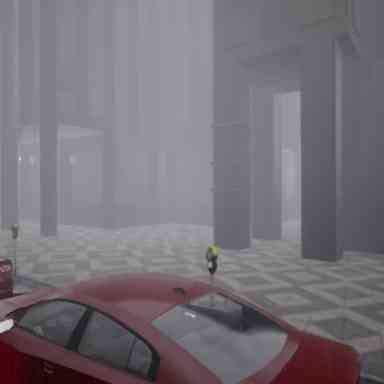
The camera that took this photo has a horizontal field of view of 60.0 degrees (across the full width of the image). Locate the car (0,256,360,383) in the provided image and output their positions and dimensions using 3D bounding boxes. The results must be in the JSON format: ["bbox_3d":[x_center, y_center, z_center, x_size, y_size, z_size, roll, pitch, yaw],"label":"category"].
[{"bbox_3d":[-0.737,1.522,3.379,4.507,1.381,1.887,1,0,35],"label":"car"}]
